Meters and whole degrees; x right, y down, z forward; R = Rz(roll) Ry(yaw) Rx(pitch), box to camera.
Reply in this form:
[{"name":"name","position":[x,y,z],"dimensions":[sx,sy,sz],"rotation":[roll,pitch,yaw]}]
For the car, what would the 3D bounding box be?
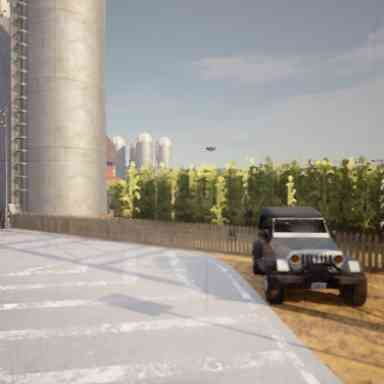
[{"name":"car","position":[2.530,1.344,8.069],"dimensions":[1.905,1.878,3.866],"rotation":[0,0,4]}]
